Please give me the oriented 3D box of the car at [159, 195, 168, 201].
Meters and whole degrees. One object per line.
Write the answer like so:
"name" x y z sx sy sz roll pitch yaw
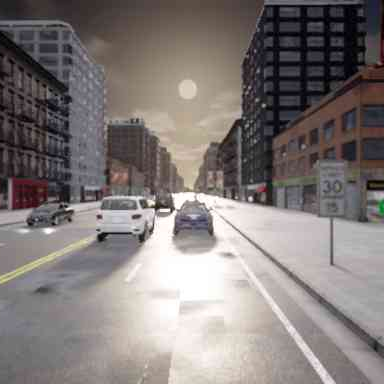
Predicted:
"car" -6.573 1.454 77.149 1.895 1.301 4.718 0 0 0

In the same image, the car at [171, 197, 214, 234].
"car" 0.084 1.349 19.207 2.097 1.767 4.553 0 0 0

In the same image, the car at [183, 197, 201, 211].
"car" 0.033 1.483 41.922 2.128 1.511 4.902 0 0 0

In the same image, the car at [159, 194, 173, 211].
"car" -3.193 1.216 39.134 2.150 2.045 5.566 0 0 0

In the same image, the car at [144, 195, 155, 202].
"car" -9.823 1.384 77.176 2.128 1.511 4.902 0 0 0

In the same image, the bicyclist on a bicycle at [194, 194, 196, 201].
"bicyclist on a bicycle" 0.814 1.436 85.508 0.582 1.620 1.656 0 0 0

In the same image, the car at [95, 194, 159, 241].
"car" -3.164 1.219 16.675 2.150 2.045 5.566 0 0 0

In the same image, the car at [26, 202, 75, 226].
"car" -9.849 1.501 23.513 1.837 1.490 4.892 0 0 0

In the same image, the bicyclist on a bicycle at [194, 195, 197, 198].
"bicyclist on a bicycle" 0.818 1.426 76.506 0.866 1.612 1.509 0 0 0
